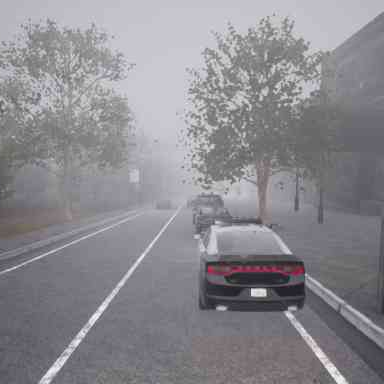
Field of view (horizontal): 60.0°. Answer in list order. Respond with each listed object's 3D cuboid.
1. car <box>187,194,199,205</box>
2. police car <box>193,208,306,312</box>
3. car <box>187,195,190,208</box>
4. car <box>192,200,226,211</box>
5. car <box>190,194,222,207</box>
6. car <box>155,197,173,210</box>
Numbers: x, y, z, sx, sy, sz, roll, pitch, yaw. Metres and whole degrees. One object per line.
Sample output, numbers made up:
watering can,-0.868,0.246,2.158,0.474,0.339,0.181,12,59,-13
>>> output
car,0.208,1.241,58.135,2.097,1.767,4.553,0,0,1
police car,1.079,1.410,7.927,1.930,1.638,5.238,0,0,0
car,0.243,1.512,45.883,1.895,1.301,4.718,0,0,0
car,1.112,1.444,17.866,1.882,1.535,5.008,0,0,0
car,1.133,1.178,23.917,2.150,2.045,5.566,0,0,0
car,-3.352,1.427,40.731,1.837,1.490,4.892,0,0,0
